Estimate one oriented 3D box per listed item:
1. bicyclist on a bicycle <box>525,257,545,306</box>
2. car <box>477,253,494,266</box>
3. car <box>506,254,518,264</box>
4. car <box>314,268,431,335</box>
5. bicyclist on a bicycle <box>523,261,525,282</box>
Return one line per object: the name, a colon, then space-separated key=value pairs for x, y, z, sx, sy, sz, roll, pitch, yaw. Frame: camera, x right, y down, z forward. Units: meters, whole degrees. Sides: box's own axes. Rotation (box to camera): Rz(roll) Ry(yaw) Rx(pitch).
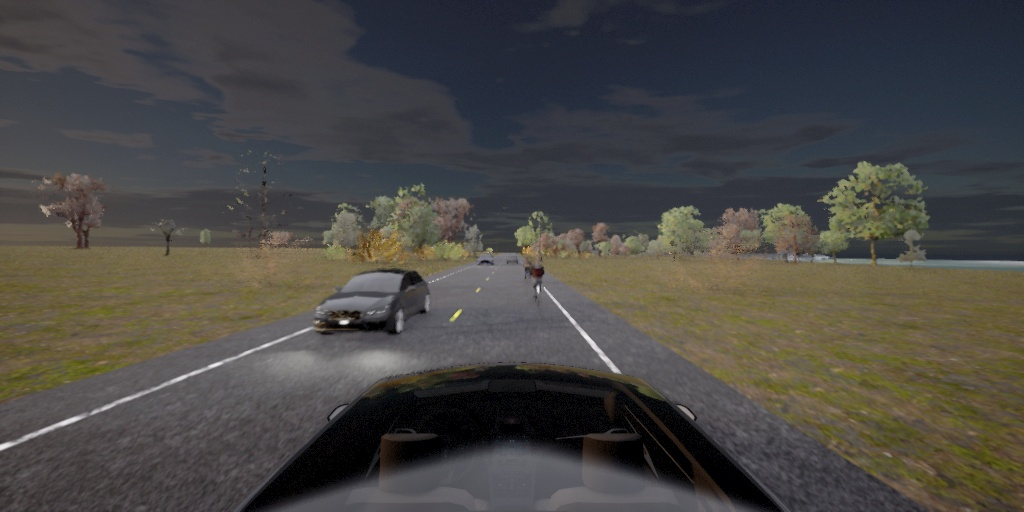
bicyclist on a bicycle: x=0.960 y=0.951 z=13.719 sx=0.659 sy=1.776 sz=1.843 roll=0 pitch=1 yaw=0
car: x=-3.577 y=0.425 z=49.503 sx=2.097 sy=1.767 sz=4.553 roll=0 pitch=1 yaw=0
car: x=0.058 y=0.462 z=56.822 sx=2.128 sy=1.511 sz=4.902 roll=0 pitch=1 yaw=0
car: x=-3.598 y=1.136 z=10.111 sx=1.837 sy=1.490 sz=4.892 roll=0 pitch=1 yaw=0
bicyclist on a bicycle: x=0.957 y=0.908 z=22.588 sx=0.582 sy=1.620 sz=1.656 roll=0 pitch=0 yaw=0
